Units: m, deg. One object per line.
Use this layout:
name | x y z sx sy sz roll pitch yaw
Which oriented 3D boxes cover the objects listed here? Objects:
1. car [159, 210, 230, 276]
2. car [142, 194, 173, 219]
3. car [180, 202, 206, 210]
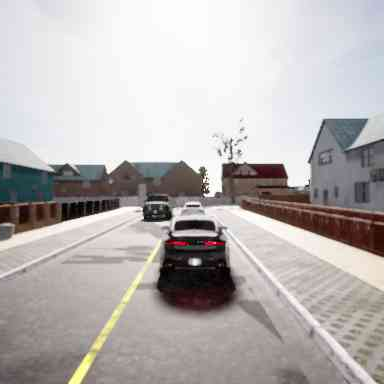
car | 0.080 1.467 10.267 1.837 1.490 4.892 0 -2 0
car | -2.833 1.183 28.484 2.150 2.045 5.566 0 0 0
car | 0.082 1.485 25.846 1.812 1.442 4.674 0 0 0
